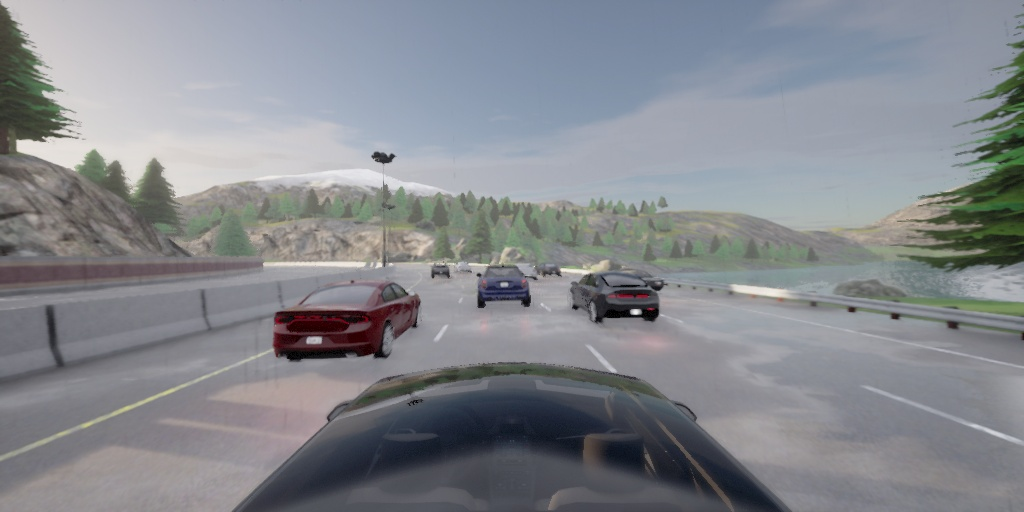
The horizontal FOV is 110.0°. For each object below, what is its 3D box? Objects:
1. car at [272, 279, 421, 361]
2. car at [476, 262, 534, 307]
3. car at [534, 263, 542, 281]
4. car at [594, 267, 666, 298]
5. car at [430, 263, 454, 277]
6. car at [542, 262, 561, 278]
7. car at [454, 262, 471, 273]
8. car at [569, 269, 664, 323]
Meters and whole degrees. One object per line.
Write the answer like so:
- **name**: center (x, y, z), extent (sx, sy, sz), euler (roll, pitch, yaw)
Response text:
- **car**: center (-3.500, 1.292, 8.589), extent (1.882, 1.535, 5.008), euler (0, 0, -3)
- **car**: center (-0.513, 1.157, 16.146), extent (2.097, 1.767, 4.553), euler (-1, 0, -6)
- **car**: center (0.905, 1.366, 31.100), extent (1.812, 1.442, 4.674), euler (-1, 0, -10)
- **car**: center (6.128, 1.339, 19.288), extent (1.895, 1.301, 4.718), euler (-1, 0, -6)
- **car**: center (-7.798, 1.461, 38.680), extent (2.128, 1.511, 4.902), euler (0, 0, -14)
- **car**: center (3.489, 1.352, 35.901), extent (1.812, 1.442, 4.674), euler (-1, 0, -12)
- **car**: center (-6.675, 1.512, 47.757), extent (1.812, 1.442, 4.674), euler (0, 0, -18)
- **car**: center (3.215, 1.255, 12.119), extent (1.837, 1.490, 4.892), euler (0, 0, -3)
